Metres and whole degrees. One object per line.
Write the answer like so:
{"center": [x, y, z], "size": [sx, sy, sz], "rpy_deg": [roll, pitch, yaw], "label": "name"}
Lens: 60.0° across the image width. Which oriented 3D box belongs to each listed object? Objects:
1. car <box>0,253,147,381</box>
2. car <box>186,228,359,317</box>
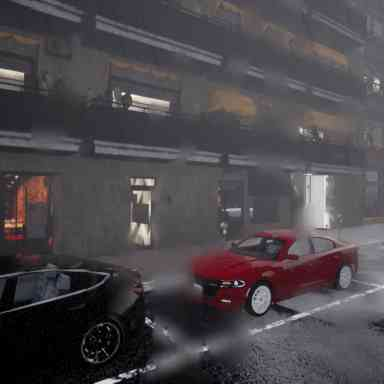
{"center": [-2.663, 1.566, 4.191], "size": [4.313, 1.339, 1.947], "rpy_deg": [0, 1, -36], "label": "car"}
{"center": [1.953, 1.546, 7.485], "size": [4.507, 1.381, 1.887], "rpy_deg": [0, 1, -36], "label": "car"}
